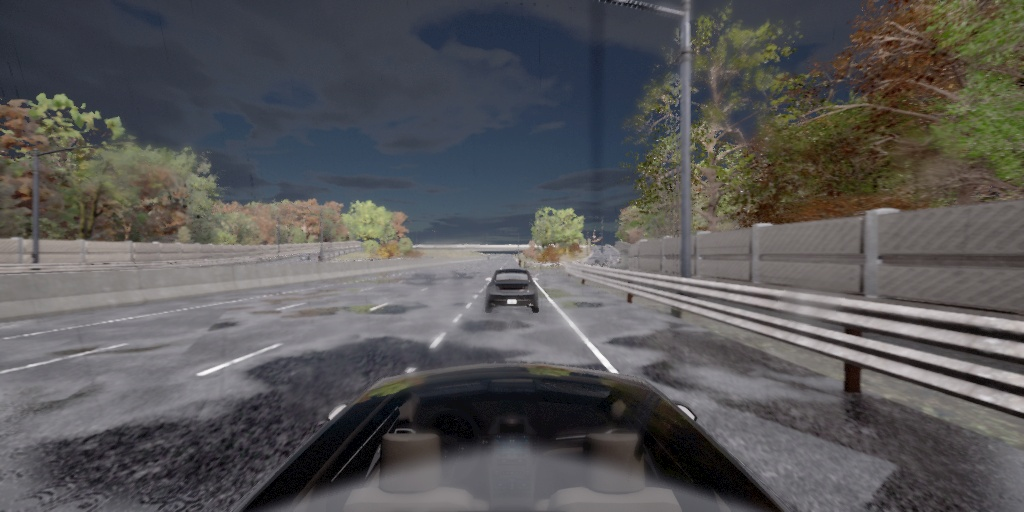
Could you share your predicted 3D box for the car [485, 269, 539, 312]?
[{"bbox_3d":[0.003,1.256,14.221,1.837,1.490,4.892,0,0,0],"label":"car"}]
